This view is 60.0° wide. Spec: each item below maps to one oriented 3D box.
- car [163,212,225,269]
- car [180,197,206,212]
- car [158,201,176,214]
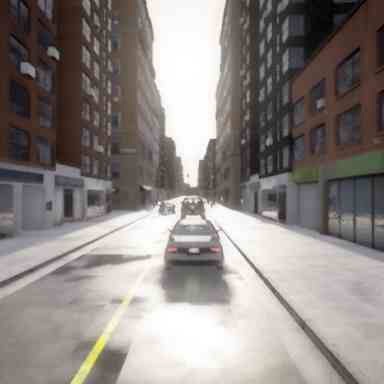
[{"bbox_3d":[0.069,1.636,11.462,2.033,1.411,5.357,0,0,0],"label":"car"},{"bbox_3d":[0.088,1.454,30.400,2.150,2.045,5.566,0,-1,0],"label":"car"},{"bbox_3d":[-2.844,1.791,38.991,2.128,1.511,4.902,0,0,0],"label":"car"}]
